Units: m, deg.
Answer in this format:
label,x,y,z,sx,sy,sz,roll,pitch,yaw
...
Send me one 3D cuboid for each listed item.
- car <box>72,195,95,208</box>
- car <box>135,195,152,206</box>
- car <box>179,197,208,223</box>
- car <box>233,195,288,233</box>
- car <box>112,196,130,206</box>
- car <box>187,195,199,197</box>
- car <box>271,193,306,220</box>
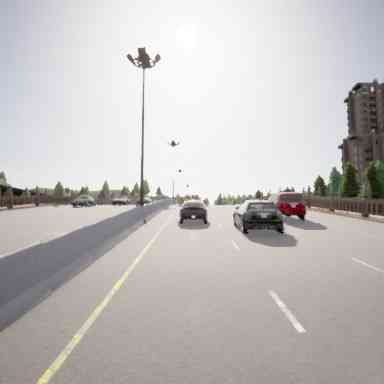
label,x,y,z,sx,sy,sz,roll,pitch,yaw
car,-14.064,1.209,43.292,1.837,1.490,4.892,0,0,0
car,-7.025,1.226,48.412,2.128,1.511,4.902,0,-1,1
car,0.103,1.345,24.055,1.837,1.490,4.892,0,0,0
car,3.602,1.230,18.753,2.097,1.767,4.553,0,0,0
car,-10.511,1.301,49.567,2.033,1.411,5.357,0,-1,0
car,0.105,1.079,39.879,2.097,1.767,4.553,0,0,0
car,7.102,1.049,25.929,2.150,2.045,5.566,0,1,0
